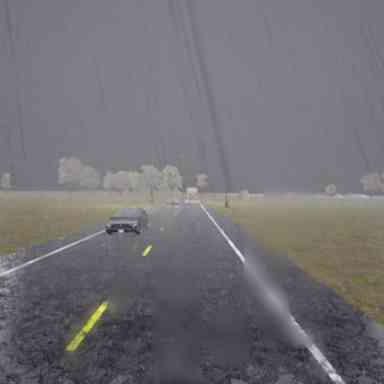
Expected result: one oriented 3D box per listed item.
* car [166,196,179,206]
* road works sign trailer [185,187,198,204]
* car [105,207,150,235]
[{"bbox_3d":[-3.540,1.574,60.592,2.097,1.767,4.553,0,0,1],"label":"car"},{"bbox_3d":[0.002,0.722,70.233,2.380,3.560,2.880,0,0,0],"label":"road works sign trailer"},{"bbox_3d":[-3.600,1.618,19.544,2.033,1.411,5.357,0,0,0],"label":"car"}]
